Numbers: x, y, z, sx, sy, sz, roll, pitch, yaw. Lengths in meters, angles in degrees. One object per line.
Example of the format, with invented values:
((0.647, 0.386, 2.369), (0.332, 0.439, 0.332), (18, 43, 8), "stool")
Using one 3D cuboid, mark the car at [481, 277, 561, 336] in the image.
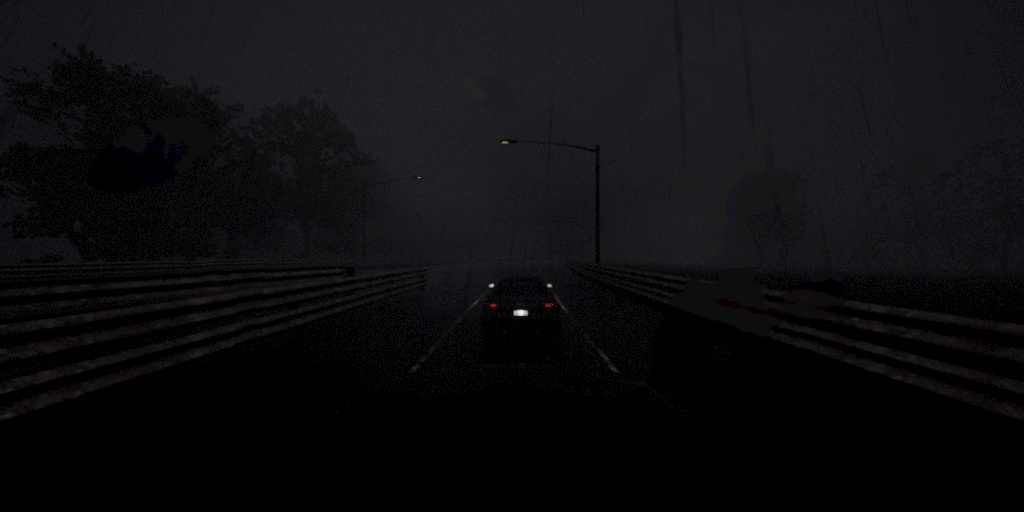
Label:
((0.246, 1.275, 10.303), (1.994, 1.385, 4.181), (0, 0, 1), "car")
